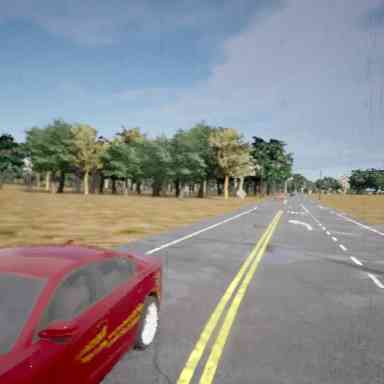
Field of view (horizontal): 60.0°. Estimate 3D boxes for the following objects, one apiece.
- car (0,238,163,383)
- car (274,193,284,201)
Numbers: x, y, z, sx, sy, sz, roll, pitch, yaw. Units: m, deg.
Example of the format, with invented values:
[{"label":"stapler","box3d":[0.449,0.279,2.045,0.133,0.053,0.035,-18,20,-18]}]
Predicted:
[{"label":"car","box3d":[-1.806,1.361,3.493,1.882,1.535,5.008,3,0,14]},{"label":"car","box3d":[23.148,1.257,88.495,2.150,2.045,5.566,3,1,16]}]
